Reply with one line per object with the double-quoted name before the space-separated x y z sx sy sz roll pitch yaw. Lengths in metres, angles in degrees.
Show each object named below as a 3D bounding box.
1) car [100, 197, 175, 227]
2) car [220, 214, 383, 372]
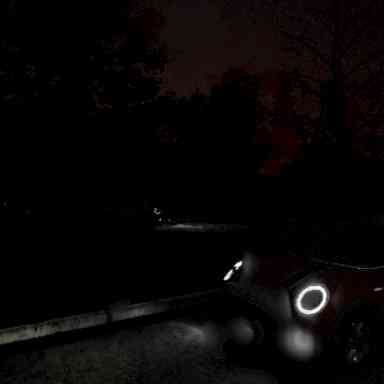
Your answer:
"car" -3.322 1.090 20.336 4.553 1.767 2.097 -1 1 26
"car" 2.696 1.216 5.498 4.553 1.767 2.097 -2 1 -28
